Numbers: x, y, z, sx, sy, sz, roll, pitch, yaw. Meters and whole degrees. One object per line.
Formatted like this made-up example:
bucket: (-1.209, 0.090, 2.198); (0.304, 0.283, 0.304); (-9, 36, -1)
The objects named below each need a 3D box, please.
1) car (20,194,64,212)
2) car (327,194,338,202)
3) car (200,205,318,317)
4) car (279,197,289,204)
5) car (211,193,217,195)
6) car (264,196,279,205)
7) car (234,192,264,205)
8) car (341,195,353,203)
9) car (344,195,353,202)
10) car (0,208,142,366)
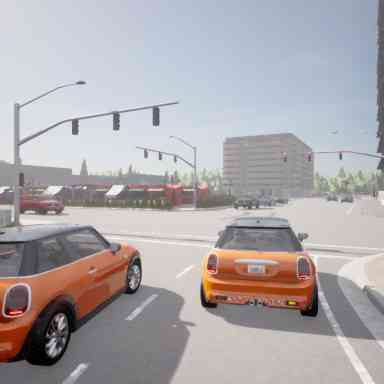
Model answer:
car: (-15.856, 1.279, 34.618); (5.566, 2.045, 2.150); (0, 0, 28)
car: (33.514, 1.355, 79.366); (2.097, 1.767, 4.553); (0, 0, 27)
car: (1.618, 1.352, 7.816); (2.097, 1.767, 4.553); (0, 0, 14)
car: (16.665, 1.601, 62.230); (1.895, 1.301, 4.718); (0, 0, 28)
car: (5.019, 1.209, 86.950); (4.605, 1.855, 1.932); (0, 0, 28)
car: (12.027, 1.352, 53.395); (2.097, 1.767, 4.553); (0, 0, 28)
car: (7.422, 1.221, 44.553); (2.150, 2.045, 5.566); (0, 0, 27)
car: (32.066, 1.595, 68.988); (1.895, 1.301, 4.718); (0, 0, 27)
car: (36.651, 1.500, 77.813); (1.837, 1.490, 4.892); (0, 0, 27)
car: (-2.497, 1.352, 6.104); (2.097, 1.767, 4.553); (0, 0, 10)
